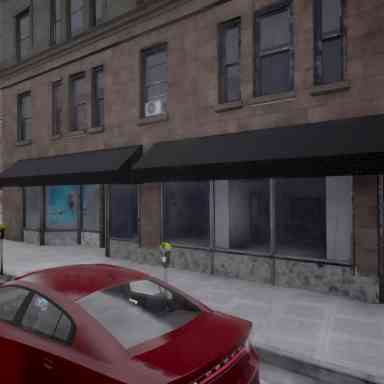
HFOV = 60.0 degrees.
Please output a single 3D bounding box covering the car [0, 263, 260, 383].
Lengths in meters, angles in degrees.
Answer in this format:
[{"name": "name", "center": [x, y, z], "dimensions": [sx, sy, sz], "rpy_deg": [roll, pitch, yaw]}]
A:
[{"name": "car", "center": [-1.461, 1.545, 3.908], "dimensions": [4.507, 1.381, 1.887], "rpy_deg": [0, 0, 36]}]
